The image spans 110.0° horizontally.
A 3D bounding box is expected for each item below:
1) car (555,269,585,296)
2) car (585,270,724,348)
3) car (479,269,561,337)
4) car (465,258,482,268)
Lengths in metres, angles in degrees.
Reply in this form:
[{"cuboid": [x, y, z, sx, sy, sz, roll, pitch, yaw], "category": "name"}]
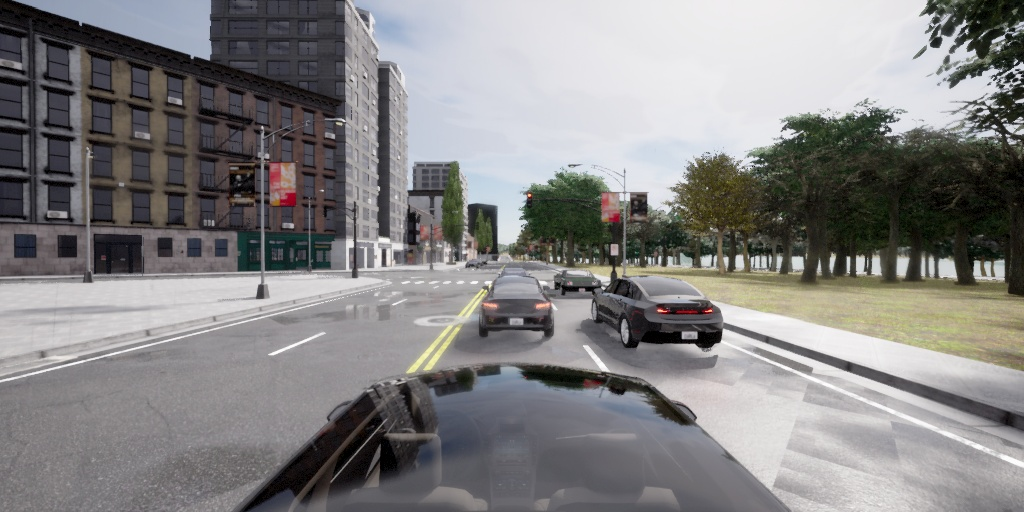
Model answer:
[{"cuboid": [3.374, 1.347, 19.440, 1.895, 1.301, 4.718, 0, 0, 0], "category": "car"}, {"cuboid": [3.360, 1.253, 9.195, 1.837, 1.490, 4.892, 0, 0, 0], "category": "car"}, {"cuboid": [0.114, 1.274, 10.163, 1.812, 1.442, 4.674, 0, 0, 0], "category": "car"}, {"cuboid": [-6.502, 1.297, 59.173, 1.994, 1.385, 4.181, 0, 0, 0], "category": "car"}]
